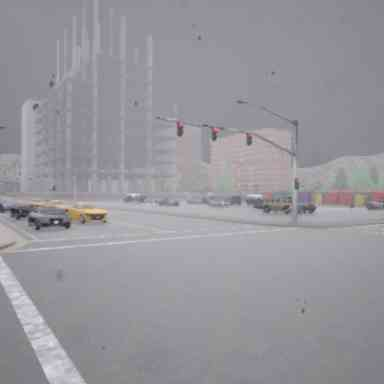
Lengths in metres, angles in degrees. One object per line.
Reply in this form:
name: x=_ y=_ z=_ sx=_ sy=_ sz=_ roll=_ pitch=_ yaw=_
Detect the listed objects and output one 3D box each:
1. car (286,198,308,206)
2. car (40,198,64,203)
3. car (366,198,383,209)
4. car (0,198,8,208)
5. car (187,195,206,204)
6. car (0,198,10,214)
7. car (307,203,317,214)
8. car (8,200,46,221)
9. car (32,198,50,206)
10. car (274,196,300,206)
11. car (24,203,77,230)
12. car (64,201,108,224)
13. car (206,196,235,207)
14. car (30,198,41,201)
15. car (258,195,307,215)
car: x=20.778 y=1.973 z=65.853 sx=1.784 sy=1.438 sz=3.905 roll=1 pitch=0 yaw=-35
car: x=-13.657 y=1.576 z=33.822 sx=1.882 sy=1.535 sz=5.008 roll=1 pitch=0 yaw=-35
car: x=28.434 y=1.730 z=49.904 sx=1.905 sy=1.878 sz=3.866 roll=1 pitch=0 yaw=-35
car: x=-29.233 y=1.656 z=50.004 sx=2.033 sy=1.411 sz=5.357 roll=1 pitch=0 yaw=-35
car: x=0.642 y=1.855 z=70.161 sx=1.970 sy=1.475 sz=3.806 roll=1 pitch=0 yaw=-35
car: x=-20.282 y=1.587 z=37.169 sx=1.812 sy=1.442 sz=4.674 roll=1 pitch=-1 yaw=-35
car: x=12.380 y=1.515 z=38.622 sx=1.905 sy=1.878 sz=3.866 roll=1 pitch=0 yaw=-35
car: x=-14.272 y=1.660 z=28.616 sx=1.895 sy=1.301 sz=4.718 roll=1 pitch=0 yaw=-35
car: x=-26.709 y=1.709 z=58.744 sx=1.994 sy=1.385 sz=4.181 roll=1 pitch=0 yaw=-35
car: x=18.370 y=1.731 z=64.246 sx=1.932 sy=1.855 sz=4.605 roll=1 pitch=0 yaw=-35
car: x=-9.228 y=1.621 z=21.465 sx=1.994 sy=1.385 sz=4.181 roll=1 pitch=0 yaw=-35
car: x=-8.220 y=1.574 z=26.110 sx=1.882 sy=1.535 sz=5.008 roll=1 pitch=0 yaw=-35
car: x=4.577 y=1.788 z=54.481 sx=1.970 sy=1.475 sz=3.806 roll=1 pitch=0 yaw=-35
car: x=-20.001 y=1.578 z=42.852 sx=1.882 sy=1.535 sz=5.008 roll=1 pitch=-1 yaw=-35
car: x=9.977 y=1.480 z=37.007 sx=1.932 sy=1.855 sz=4.605 roll=1 pitch=0 yaw=-35
